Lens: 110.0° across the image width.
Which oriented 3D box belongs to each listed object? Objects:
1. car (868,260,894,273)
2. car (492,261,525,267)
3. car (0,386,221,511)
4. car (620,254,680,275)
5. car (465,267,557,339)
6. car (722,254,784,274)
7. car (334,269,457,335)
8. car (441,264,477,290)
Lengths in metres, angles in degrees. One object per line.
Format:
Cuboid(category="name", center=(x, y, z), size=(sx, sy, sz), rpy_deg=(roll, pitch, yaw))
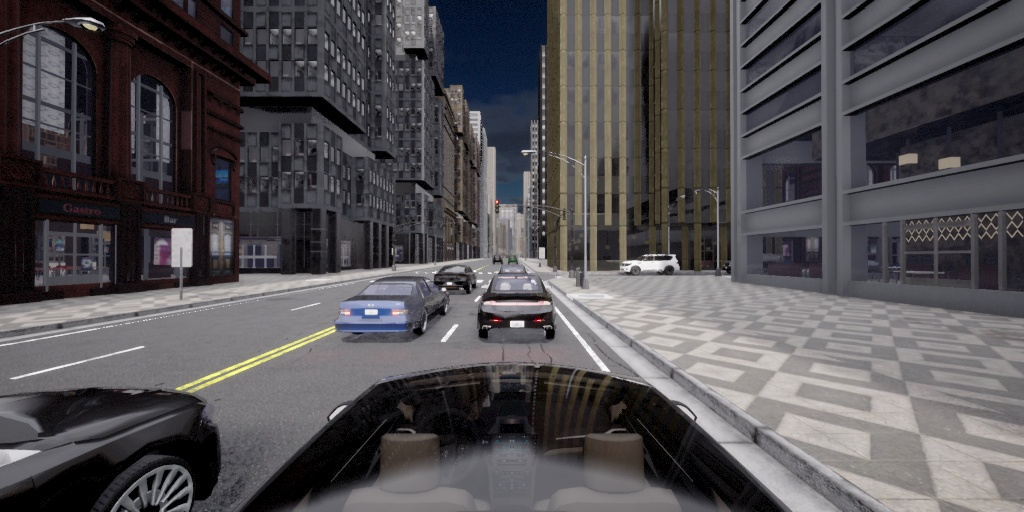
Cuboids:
Cuboid(category="car", center=(34.781, 1.098, 35.815), size=(5.357, 1.411, 2.033), rpy_deg=(0, 0, 0))
Cuboid(category="car", center=(0.045, 1.225, 19.504), size=(2.128, 1.511, 4.902), rpy_deg=(0, 0, 0))
Cuboid(category="car", center=(-3.149, 1.241, 0.751), size=(2.128, 1.511, 4.902), rpy_deg=(0, 0, 0))
Cuboid(category="car", center=(13.737, 0.859, 35.829), size=(5.566, 2.045, 2.150), rpy_deg=(0, 0, 0))
Cuboid(category="car", center=(0.120, 1.238, 10.074), size=(2.128, 1.511, 4.902), rpy_deg=(0, 0, 0))
Cuboid(category="car", center=(24.164, 0.814, 35.829), size=(5.566, 2.045, 2.150), rpy_deg=(0, 0, 0))
Cuboid(category="car", center=(-3.129, 1.293, 10.494), size=(2.033, 1.411, 5.357), rpy_deg=(0, 0, 0))
Cuboid(category="car", center=(-3.101, 1.210, 20.263), size=(1.882, 1.535, 5.008), rpy_deg=(0, 0, 0))
